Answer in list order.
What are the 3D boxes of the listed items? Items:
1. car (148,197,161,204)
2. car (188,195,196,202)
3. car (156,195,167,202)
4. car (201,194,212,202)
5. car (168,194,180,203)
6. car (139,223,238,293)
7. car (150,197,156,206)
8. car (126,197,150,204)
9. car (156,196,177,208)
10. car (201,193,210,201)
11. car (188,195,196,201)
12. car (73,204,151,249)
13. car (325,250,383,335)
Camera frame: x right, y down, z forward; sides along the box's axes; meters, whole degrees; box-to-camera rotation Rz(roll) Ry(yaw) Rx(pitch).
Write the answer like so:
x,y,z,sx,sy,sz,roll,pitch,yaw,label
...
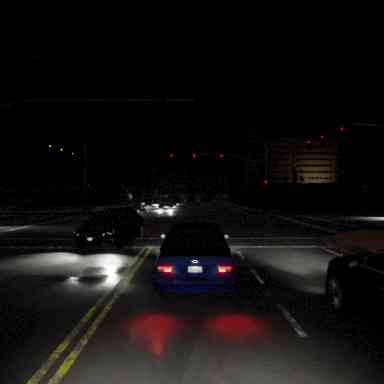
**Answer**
x,y,z,sx,sy,sz,roll,pitch,yaw,label
-7.132,1.601,63.088,1.895,1.301,4.718,0,0,0,car
-0.092,1.531,74.462,2.033,1.411,5.357,0,0,0,car
-7.096,1.528,77.182,2.033,1.411,5.357,0,0,0,car
3.407,1.344,74.756,2.097,1.767,4.553,0,0,0,car
-3.653,1.491,56.968,2.128,1.511,4.902,0,0,0,car
0.072,1.547,8.962,2.033,1.411,5.357,0,0,0,car
-7.157,1.547,52.377,2.033,1.411,5.357,0,0,0,car
-7.194,1.491,42.628,2.128,1.511,4.902,0,0,2,car
-3.649,1.601,47.643,1.895,1.301,4.718,0,0,0,car
3.395,1.228,84.712,2.097,1.767,4.553,0,0,0,car
-0.105,1.425,84.736,1.994,1.385,4.181,0,0,0,car
-3.480,1.505,14.712,1.837,1.490,4.892,-2,0,7,car
3.557,1.491,4.721,2.128,1.511,4.902,0,0,0,car
